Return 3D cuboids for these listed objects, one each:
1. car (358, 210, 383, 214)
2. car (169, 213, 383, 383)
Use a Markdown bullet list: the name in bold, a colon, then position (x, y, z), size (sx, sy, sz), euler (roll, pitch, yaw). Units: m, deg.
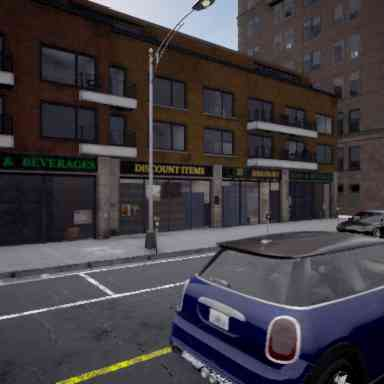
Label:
- **car**: position (8.836, 1.567, 16.200), size (4.313, 1.339, 1.947), euler (0, 0, -35)
- **car**: position (2.009, 1.351, 4.714), size (4.553, 1.767, 2.097), euler (0, 0, -36)
